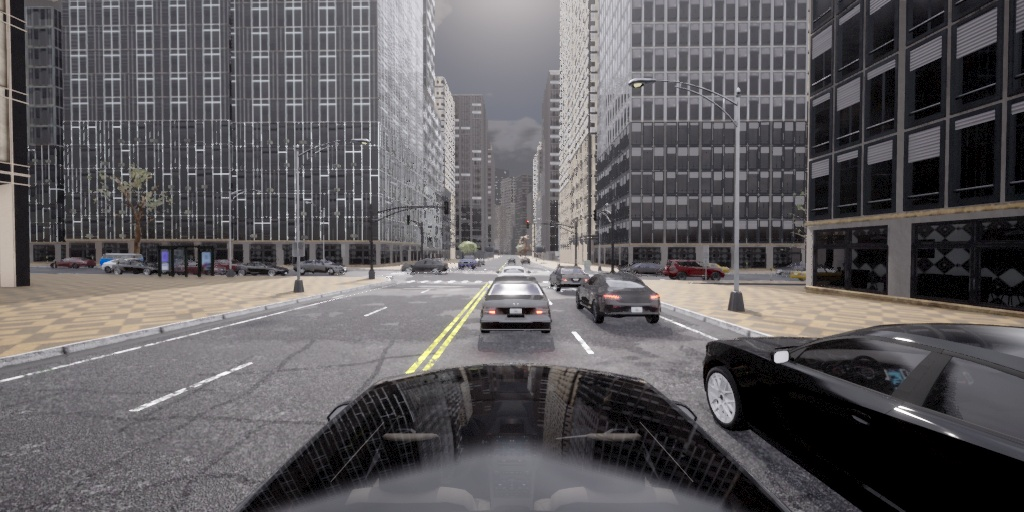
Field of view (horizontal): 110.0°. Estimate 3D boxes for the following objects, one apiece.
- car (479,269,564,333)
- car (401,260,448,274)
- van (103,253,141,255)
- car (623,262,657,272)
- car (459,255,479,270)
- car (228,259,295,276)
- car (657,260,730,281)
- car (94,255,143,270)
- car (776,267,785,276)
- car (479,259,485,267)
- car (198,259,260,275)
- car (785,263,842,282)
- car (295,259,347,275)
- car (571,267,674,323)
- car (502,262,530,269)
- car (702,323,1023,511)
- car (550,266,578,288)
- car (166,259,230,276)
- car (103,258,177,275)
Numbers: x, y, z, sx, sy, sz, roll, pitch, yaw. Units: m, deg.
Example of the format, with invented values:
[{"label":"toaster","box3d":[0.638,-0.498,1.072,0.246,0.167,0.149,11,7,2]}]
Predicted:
[{"label":"car","box3d":[0.097,1.294,10.637,2.033,1.411,5.357,0,0,0]},{"label":"car","box3d":[-9.281,1.138,38.302,4.892,1.490,1.837,1,1,1]},{"label":"van","box3d":[-45.305,0.605,41.608,3.998,1.789,1.690,0,0,1]},{"label":"car","box3d":[14.041,1.387,38.011,5.357,1.411,2.033,1,1,2]},{"label":"car","box3d":[-6.621,0.935,53.870,2.150,2.045,5.566,0,0,0]},{"label":"car","box3d":[-22.745,1.173,32.651,4.313,1.339,1.948,0,0,1]},{"label":"car","box3d":[16.180,1.268,32.141,5.009,1.841,2.192,0,0,1]},{"label":"car","box3d":[-37.960,0.951,35.668,4.674,1.442,1.812,1,1,2]},{"label":"car","box3d":[30.488,1.477,37.676,4.902,1.511,2.128,1,1,1]},{"label":"car","box3d":[-6.592,1.193,63.788,2.128,1.511,4.902,0,0,0]},{"label":"car","box3d":[-27.911,1.042,35.460,4.674,1.442,1.812,1,1,1]},{"label":"car","box3d":[27.628,1.578,31.950,4.829,1.417,1.751,0,0,1]},{"label":"car","box3d":[-18.814,1.091,35.279,4.902,1.511,2.128,1,1,1]},{"label":"car","box3d":[3.347,1.271,11.907,1.812,1.442,4.674,0,0,0]},{"label":"car","box3d":[0.092,1.266,20.228,1.812,1.442,4.674,0,0,0]},{"label":"car","box3d":[3.345,1.227,2.560,1.882,1.535,5.008,0,0,0]},{"label":"car","box3d":[3.344,1.287,21.317,2.033,1.411,5.357,0,0,0]},{"label":"car","box3d":[-28.429,1.138,32.782,4.207,1.307,1.802,0,0,1]},{"label":"car","box3d":[-34.110,1.069,32.952,4.313,1.339,1.948,0,0,1]}]
